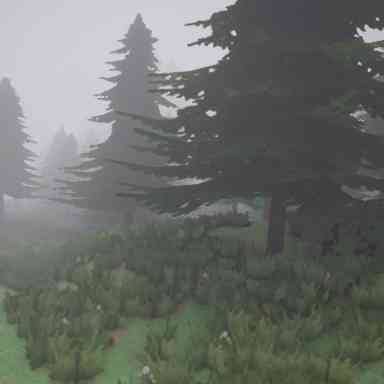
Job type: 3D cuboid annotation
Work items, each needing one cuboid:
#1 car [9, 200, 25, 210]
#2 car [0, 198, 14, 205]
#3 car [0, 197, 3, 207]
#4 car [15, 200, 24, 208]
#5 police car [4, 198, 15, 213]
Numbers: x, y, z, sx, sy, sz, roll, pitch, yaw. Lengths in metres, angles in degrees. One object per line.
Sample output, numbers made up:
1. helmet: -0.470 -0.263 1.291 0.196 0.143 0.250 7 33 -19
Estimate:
1. car: -29.230 2.137 55.568 1.837 1.490 4.892 3 -2 -23
2. car: -41.123 2.055 72.888 4.892 1.490 1.837 0 0 38
3. car: -37.787 1.921 64.132 2.097 1.767 4.553 2 -1 -32
4. car: -26.924 1.914 49.921 2.097 1.767 4.553 3 -2 -21
5. police car: -23.424 1.874 40.577 1.930 1.638 5.238 3 -2 -19
